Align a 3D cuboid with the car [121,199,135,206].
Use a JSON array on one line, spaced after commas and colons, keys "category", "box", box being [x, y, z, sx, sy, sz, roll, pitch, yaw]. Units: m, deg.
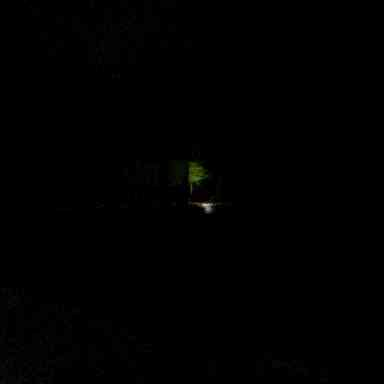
[{"category": "car", "box": [-14.143, 2.193, 70.312, 1.812, 1.442, 4.674, -1, -1, 36]}]
